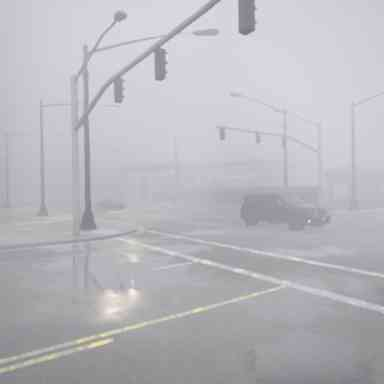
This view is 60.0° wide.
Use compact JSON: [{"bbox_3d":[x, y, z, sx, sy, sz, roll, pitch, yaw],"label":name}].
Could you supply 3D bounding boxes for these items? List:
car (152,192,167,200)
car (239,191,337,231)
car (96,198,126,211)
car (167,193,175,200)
[{"bbox_3d":[-6.642,0.850,75.331,4.611,1.667,2.242,-1,1,-36],"label":"car"},{"bbox_3d":[5.290,1.079,19.790,2.150,2.045,5.566,-1,1,-37],"label":"car"},{"bbox_3d":[-9.886,1.453,40.063,2.033,1.411,5.357,-1,1,-37],"label":"car"},{"bbox_3d":[-2.649,0.992,71.129,3.806,1.475,1.970,-1,1,-36],"label":"car"}]
